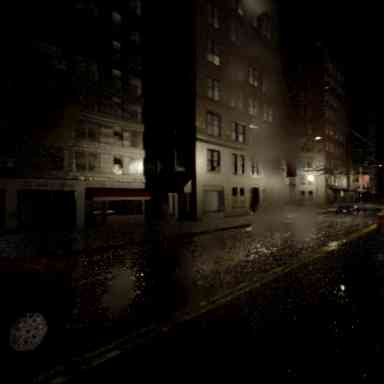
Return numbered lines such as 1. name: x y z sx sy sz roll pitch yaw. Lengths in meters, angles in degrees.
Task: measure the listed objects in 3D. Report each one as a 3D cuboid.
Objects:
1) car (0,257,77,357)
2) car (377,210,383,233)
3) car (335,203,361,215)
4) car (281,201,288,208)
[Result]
1. car: -3.935 1.576 4.155 1.882 1.535 5.008 -1 -1 37
2. car: 12.502 1.615 20.072 1.882 1.535 5.008 -1 -1 37
3. car: 17.869 1.912 38.029 1.994 1.385 4.181 -1 -1 37
4. car: 15.185 2.200 60.310 4.313 1.339 1.947 -1 -1 38
